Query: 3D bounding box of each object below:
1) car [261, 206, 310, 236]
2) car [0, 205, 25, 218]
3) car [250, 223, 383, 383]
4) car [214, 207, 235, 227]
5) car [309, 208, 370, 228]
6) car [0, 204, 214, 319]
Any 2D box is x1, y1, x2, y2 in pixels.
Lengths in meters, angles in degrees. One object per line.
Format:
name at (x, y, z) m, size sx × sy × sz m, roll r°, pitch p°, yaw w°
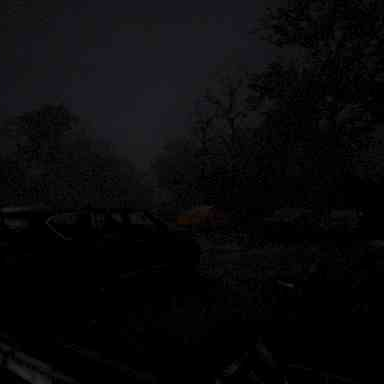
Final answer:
car at (5.549, 1.552, 18.563) m, size 2.097 × 1.535 × 5.008 m, roll -1°, pitch -1°, yaw 36°
car at (-22.146, 2.245, 38.366) m, size 2.002 × 1.452 × 4.674 m, roll -1°, pitch -1°, yaw 36°
car at (2.497, 1.477, 4.669) m, size 2.231 × 1.521 × 4.892 m, roll -1°, pitch 0°, yaw 36°
car at (1.015, 1.643, 21.794) m, size 2.097 × 1.535 × 5.008 m, roll -1°, pitch -1°, yaw 36°
car at (7.815, 1.553, 16.940) m, size 2.002 × 1.452 × 4.674 m, roll -1°, pitch -1°, yaw 36°
car at (-2.052, 1.303, 7.948) m, size 2.435 × 2.045 × 5.566 m, roll -1°, pitch -1°, yaw 36°
